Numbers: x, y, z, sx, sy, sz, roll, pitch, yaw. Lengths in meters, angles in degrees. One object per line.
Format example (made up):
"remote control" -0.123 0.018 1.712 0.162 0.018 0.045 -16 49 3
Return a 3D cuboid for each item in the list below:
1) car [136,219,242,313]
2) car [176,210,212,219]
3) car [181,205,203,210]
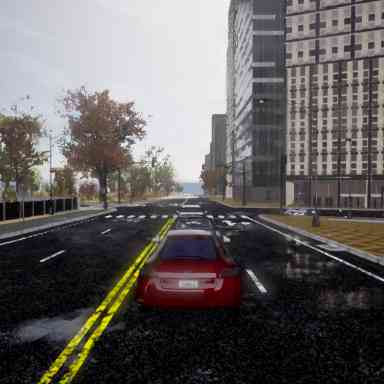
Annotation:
"car" -0.022 1.561 7.767 1.994 1.385 4.181 0 0 1
"car" 0.076 1.597 13.015 1.895 1.301 4.718 0 0 0
"car" -0.006 1.544 21.255 2.033 1.411 5.357 0 0 0
